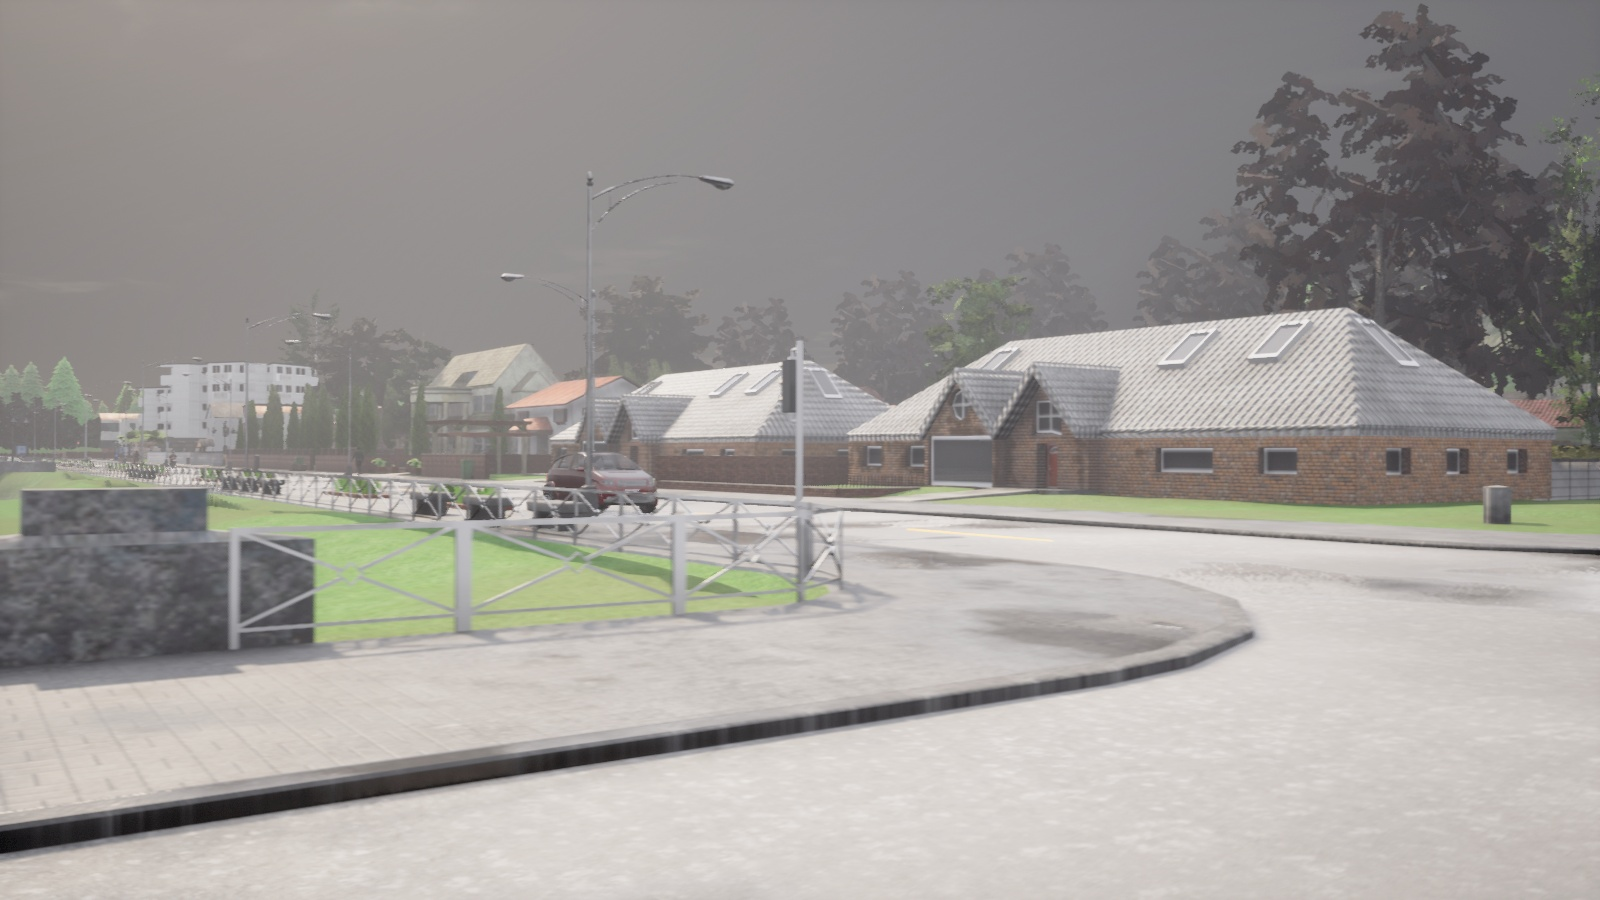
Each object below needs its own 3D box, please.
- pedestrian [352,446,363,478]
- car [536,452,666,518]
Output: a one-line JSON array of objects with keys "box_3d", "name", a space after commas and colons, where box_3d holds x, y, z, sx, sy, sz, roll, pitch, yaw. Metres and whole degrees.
[{"box_3d": [-27.415, 0.744, 77.826, 0.423, 1.949, 0.788, 0, 0, -36], "name": "pedestrian"}, {"box_3d": [-5.065, 0.837, 31.635, 1.789, 1.549, 3.705, 0, 0, -35], "name": "car"}]
